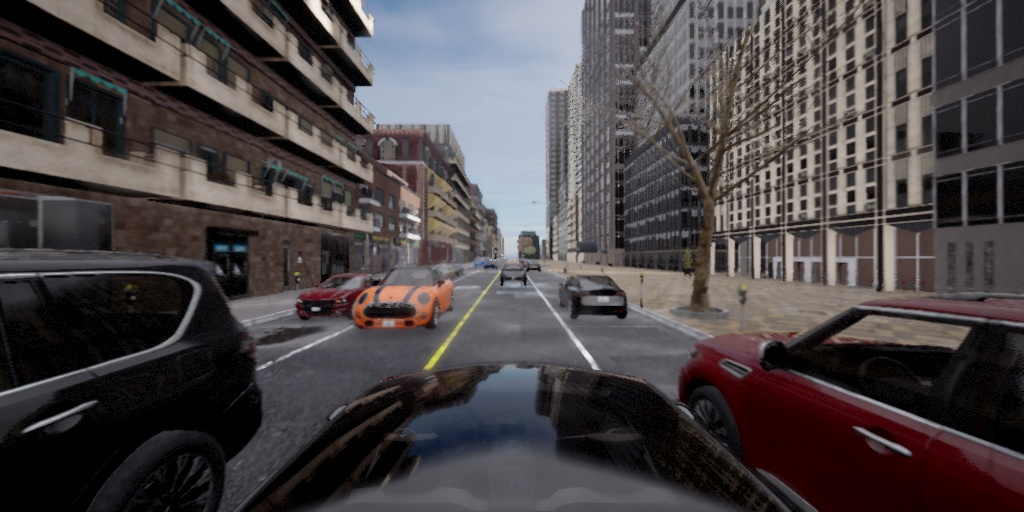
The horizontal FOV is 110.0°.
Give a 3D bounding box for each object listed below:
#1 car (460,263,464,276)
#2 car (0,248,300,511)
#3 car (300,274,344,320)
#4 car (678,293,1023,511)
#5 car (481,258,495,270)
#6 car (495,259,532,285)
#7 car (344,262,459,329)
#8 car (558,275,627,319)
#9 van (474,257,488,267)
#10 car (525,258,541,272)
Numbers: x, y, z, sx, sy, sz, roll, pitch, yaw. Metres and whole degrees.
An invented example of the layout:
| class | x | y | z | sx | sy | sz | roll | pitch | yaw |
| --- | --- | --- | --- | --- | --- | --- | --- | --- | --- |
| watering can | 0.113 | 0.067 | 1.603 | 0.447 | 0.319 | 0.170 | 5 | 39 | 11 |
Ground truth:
| class | x | y | z | sx | sy | sz | roll | pitch | yaw |
| --- | --- | --- | --- | --- | --- | --- | --- | --- | --- |
| car | -5.676 | 1.307 | 34.734 | 1.948 | 1.339 | 4.313 | 0 | 0 | 0 |
| car | -3.103 | 0.975 | 0.631 | 2.150 | 2.045 | 5.566 | 0 | 0 | 0 |
| car | -5.683 | 1.292 | 12.642 | 1.888 | 1.381 | 4.507 | 0 | 0 | 0 |
| car | 2.694 | 1.064 | 1.594 | 2.192 | 1.841 | 5.009 | 0 | 0 | 0 |
| car | -3.051 | 1.346 | 52.380 | 1.895 | 1.301 | 4.718 | 0 | 0 | 0 |
| car | 0.109 | 1.232 | 25.982 | 2.128 | 1.511 | 4.902 | 0 | 0 | 0 |
| car | -3.104 | 1.099 | 11.209 | 2.097 | 1.767 | 4.553 | 0 | 0 | -1 |
| car | 2.697 | 1.309 | 12.639 | 1.948 | 1.339 | 4.313 | 0 | 0 | 0 |
| van | -5.667 | 1.093 | 62.348 | 1.690 | 1.789 | 3.998 | 0 | 0 | 0 |
| car | 2.709 | 1.305 | 45.776 | 1.948 | 1.339 | 4.313 | 0 | 0 | 0 |
